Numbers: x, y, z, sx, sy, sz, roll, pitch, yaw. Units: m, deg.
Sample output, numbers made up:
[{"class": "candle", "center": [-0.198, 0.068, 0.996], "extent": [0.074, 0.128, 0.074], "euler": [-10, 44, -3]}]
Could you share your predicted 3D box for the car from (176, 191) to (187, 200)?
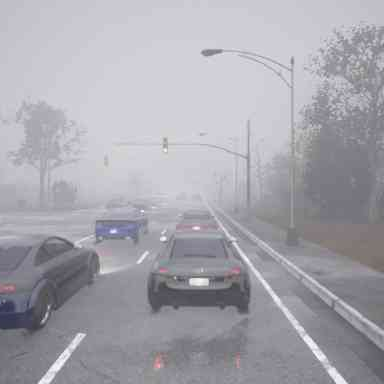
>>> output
[{"class": "car", "center": [-2.429, 1.045, 74.071], "extent": [1.994, 1.385, 4.181], "euler": [0, 3, 1]}]

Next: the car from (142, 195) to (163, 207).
[{"class": "car", "center": [-6.377, 1.547, 52.749], "extent": [2.033, 1.411, 5.357], "euler": [0, 0, 1]}]

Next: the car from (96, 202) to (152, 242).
[{"class": "car", "center": [-3.290, 1.478, 16.320], "extent": [1.882, 1.535, 5.008], "euler": [0, 0, -1]}]

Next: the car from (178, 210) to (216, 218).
[{"class": "car", "center": [0.237, 1.564, 16.653], "extent": [1.994, 1.385, 4.181], "euler": [0, 0, 1]}]

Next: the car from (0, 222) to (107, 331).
[{"class": "car", "center": [-3.357, 1.564, 6.875], "extent": [1.994, 1.385, 4.181], "euler": [0, 0, 0]}]

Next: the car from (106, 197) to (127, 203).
[{"class": "car", "center": [-10.005, 1.505, 44.016], "extent": [1.837, 1.490, 4.892], "euler": [0, 0, 4]}]

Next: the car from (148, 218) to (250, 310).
[{"class": "car", "center": [0.147, 1.564, 7.915], "extent": [1.994, 1.385, 4.181], "euler": [0, 0, 1]}]

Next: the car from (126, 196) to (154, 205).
[{"class": "car", "center": [-6.553, 1.547, 42.676], "extent": [2.033, 1.411, 5.357], "euler": [0, 0, 1]}]

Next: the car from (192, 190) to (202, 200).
[{"class": "car", "center": [1.070, 0.850, 73.973], "extent": [2.097, 1.767, 4.553], "euler": [0, 3, 1]}]

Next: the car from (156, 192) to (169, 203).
[{"class": "car", "center": [-6.045, 1.019, 67.898], "extent": [2.150, 2.045, 5.566], "euler": [0, 2, 1]}]

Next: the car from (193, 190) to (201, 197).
[{"class": "car", "center": [1.237, 0.317, 84.011], "extent": [1.837, 1.490, 4.892], "euler": [0, 3, 1]}]

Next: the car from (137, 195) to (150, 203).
[{"class": "car", "center": [-9.579, 1.383, 66.378], "extent": [1.812, 1.442, 4.674], "euler": [0, 2, 1]}]
